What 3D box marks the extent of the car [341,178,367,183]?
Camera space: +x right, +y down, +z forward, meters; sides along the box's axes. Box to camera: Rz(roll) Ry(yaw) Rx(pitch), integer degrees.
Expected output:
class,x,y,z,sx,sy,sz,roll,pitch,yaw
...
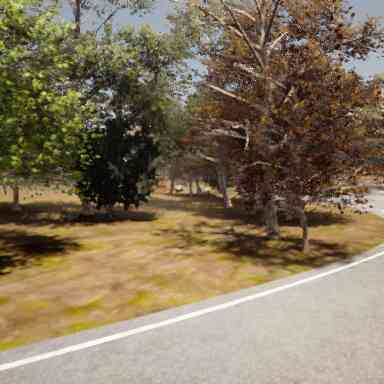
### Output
class,x,y,z,sx,sy,sz,roll,pitch,yaw
car,33.794,-2.626,69.405,4.718,1.301,1.895,-3,3,-2

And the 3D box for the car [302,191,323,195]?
class,x,y,z,sx,sy,sz,roll,pitch,yaw
car,16.042,-0.234,43.562,2.033,1.411,5.357,-4,3,-13

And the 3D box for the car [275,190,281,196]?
class,x,y,z,sx,sy,sz,roll,pitch,yaw
car,12.534,-0.179,47.639,1.994,1.385,4.181,-4,3,1
